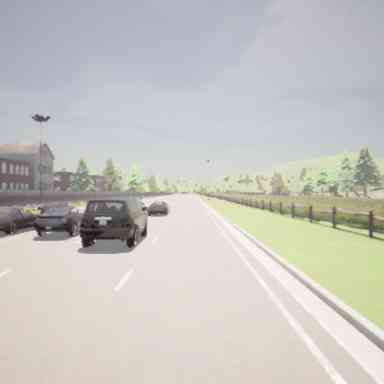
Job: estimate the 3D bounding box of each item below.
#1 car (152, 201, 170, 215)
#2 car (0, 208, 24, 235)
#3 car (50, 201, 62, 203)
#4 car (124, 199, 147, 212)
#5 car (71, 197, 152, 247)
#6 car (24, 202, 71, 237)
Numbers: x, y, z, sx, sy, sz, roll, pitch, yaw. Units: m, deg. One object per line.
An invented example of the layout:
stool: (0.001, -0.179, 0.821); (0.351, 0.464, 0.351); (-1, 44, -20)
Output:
car: (-3.382, 1.632, 34.648); (1.994, 1.385, 4.181); (0, 0, 0)
car: (-10.392, 1.598, 18.974); (2.033, 1.411, 5.357); (0, 0, 0)
car: (-13.882, 1.648, 34.482); (1.994, 1.385, 4.181); (0, 0, 0)
car: (-6.878, 1.632, 41.021); (2.033, 1.411, 5.357); (0, 0, 0)
car: (-3.393, 1.256, 15.352); (2.150, 2.045, 5.566); (0, 0, 0)
car: (-6.891, 1.535, 18.417); (2.128, 1.511, 4.902); (0, 0, 0)
